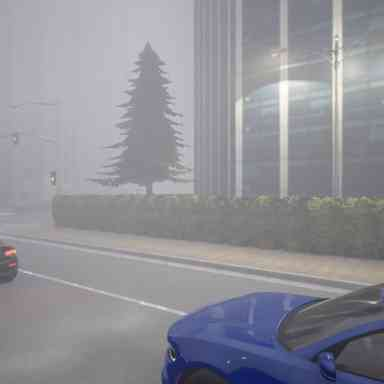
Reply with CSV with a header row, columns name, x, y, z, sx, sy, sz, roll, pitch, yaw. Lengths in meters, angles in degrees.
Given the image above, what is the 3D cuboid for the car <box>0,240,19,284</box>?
name,x,y,z,sx,sy,sz,roll,pitch,yaw
car,-6.134,1.526,8.321,4.674,1.442,1.812,0,0,36

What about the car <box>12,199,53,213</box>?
name,x,y,z,sx,sy,sz,roll,pitch,yaw
car,-17.157,1.547,37.407,2.033,1.411,5.357,0,0,36

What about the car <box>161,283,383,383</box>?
name,x,y,z,sx,sy,sz,roll,pitch,yaw
car,1.994,1.478,2.571,5.008,1.535,1.882,0,0,36
